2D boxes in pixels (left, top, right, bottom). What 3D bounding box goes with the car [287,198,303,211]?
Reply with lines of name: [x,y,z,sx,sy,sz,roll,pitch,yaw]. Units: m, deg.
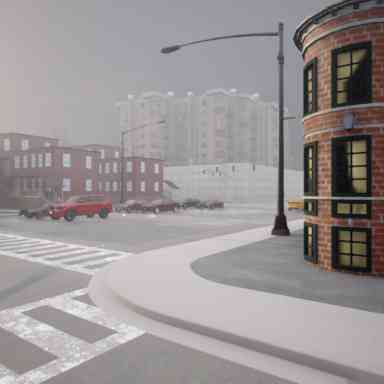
car: [13.160,1.478,40.312,1.882,1.535,5.008,0,0,36]

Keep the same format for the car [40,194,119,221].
car: [-9.131,1.221,27.524,2.150,2.045,5.566,0,0,36]

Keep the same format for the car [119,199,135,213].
car: [-6.483,1.526,37.227,1.812,1.442,4.674,0,0,35]

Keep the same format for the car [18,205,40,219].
car: [-12.212,1.547,29.235,2.033,1.411,5.357,0,0,36]

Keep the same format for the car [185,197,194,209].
car: [-0.706,1.492,45.289,2.128,1.511,4.902,0,0,36]

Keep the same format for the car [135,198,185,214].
car: [-3.337,1.478,35.624,1.882,1.535,5.008,0,0,36]

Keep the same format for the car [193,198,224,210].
car: [2.514,1.564,43.776,1.994,1.385,4.181,0,0,35]
